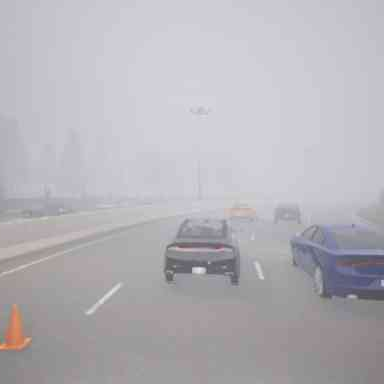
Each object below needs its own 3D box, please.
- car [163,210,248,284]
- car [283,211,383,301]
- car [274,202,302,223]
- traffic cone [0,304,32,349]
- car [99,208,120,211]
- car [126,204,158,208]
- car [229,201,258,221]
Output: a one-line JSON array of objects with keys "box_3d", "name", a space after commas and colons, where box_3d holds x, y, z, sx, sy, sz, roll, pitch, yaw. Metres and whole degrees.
[{"box_3d": [0.423, 1.504, 9.678, 2.128, 1.511, 4.902, 0, 0, 6], "name": "car"}, {"box_3d": [3.801, 1.498, 8.476, 1.882, 1.535, 5.008, 0, 0, 6], "name": "car"}, {"box_3d": [7.500, 1.528, 25.981, 1.882, 1.535, 5.008, 0, 0, 17], "name": "car"}, {"box_3d": [-2.609, 1.954, 4.911, 0.340, 0.580, 0.340, 0, 0, -1], "name": "traffic cone"}, {"box_3d": [-8.236, 1.542, 34.547, 1.812, 1.442, 4.674, 0, 0, 20], "name": "car"}, {"box_3d": [-4.713, 1.627, 34.173, 1.895, 1.301, 4.718, 0, 0, 20], "name": "car"}, {"box_3d": [4.336, 1.521, 27.564, 1.882, 1.535, 5.008, 0, 0, 18], "name": "car"}]
